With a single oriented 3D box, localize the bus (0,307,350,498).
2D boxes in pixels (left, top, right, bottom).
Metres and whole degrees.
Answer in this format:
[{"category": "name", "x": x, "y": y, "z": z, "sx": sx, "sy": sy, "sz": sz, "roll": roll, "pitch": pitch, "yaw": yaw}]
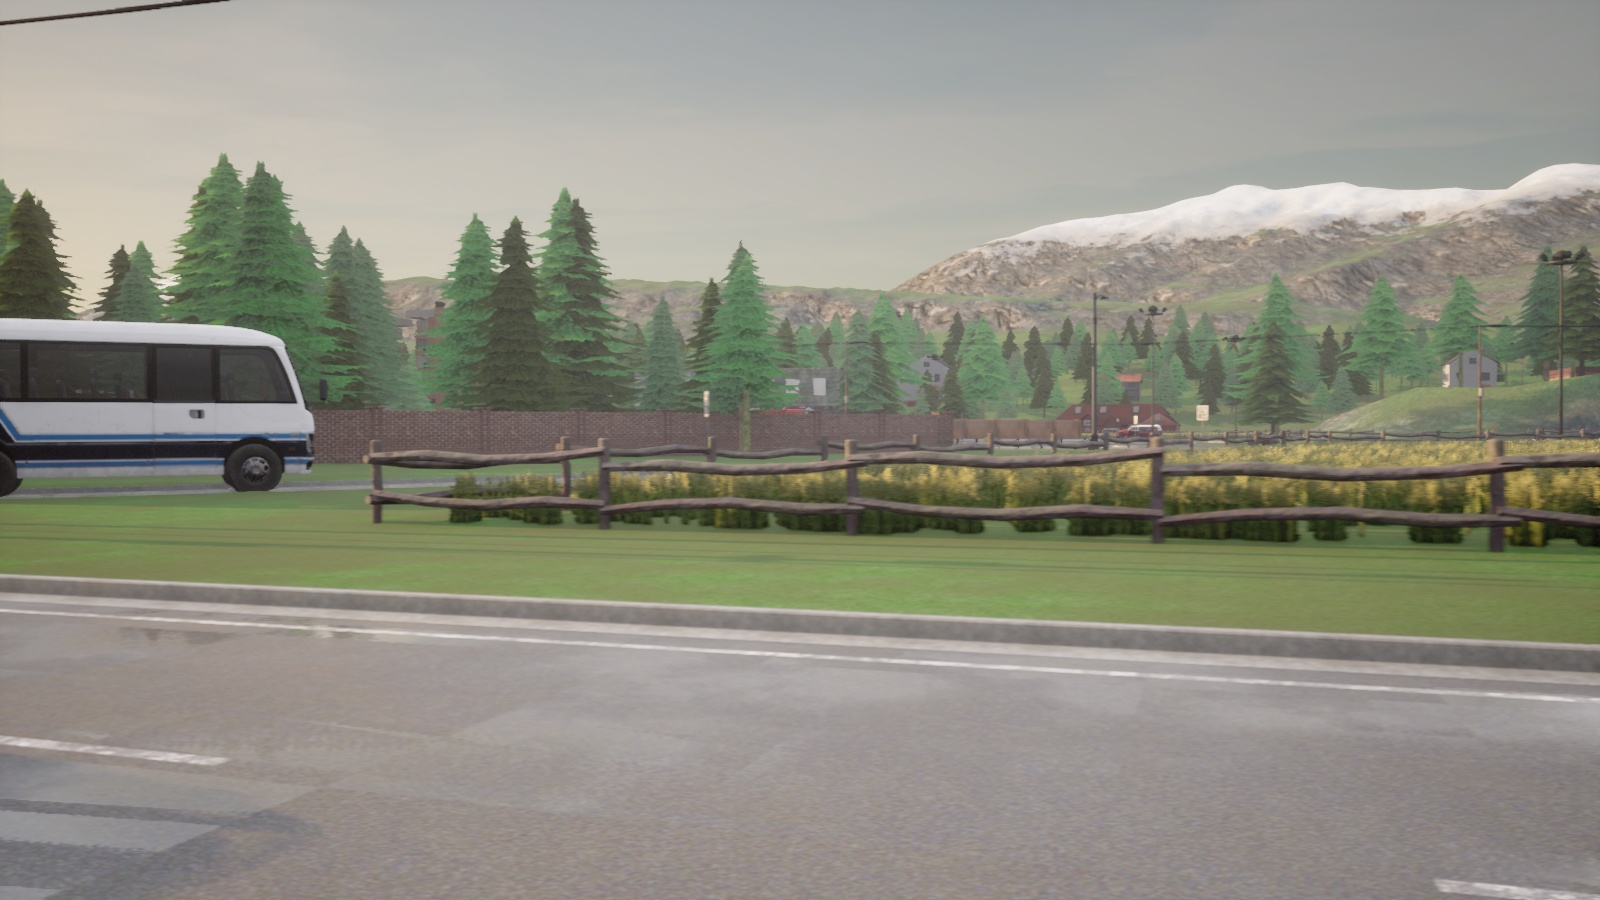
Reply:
[{"category": "bus", "x": -16.708, "y": -1.104, "z": 30.684, "sx": 10.273, "sy": 4.253, "sz": 3.944, "roll": 0, "pitch": 1, "yaw": -28}]
